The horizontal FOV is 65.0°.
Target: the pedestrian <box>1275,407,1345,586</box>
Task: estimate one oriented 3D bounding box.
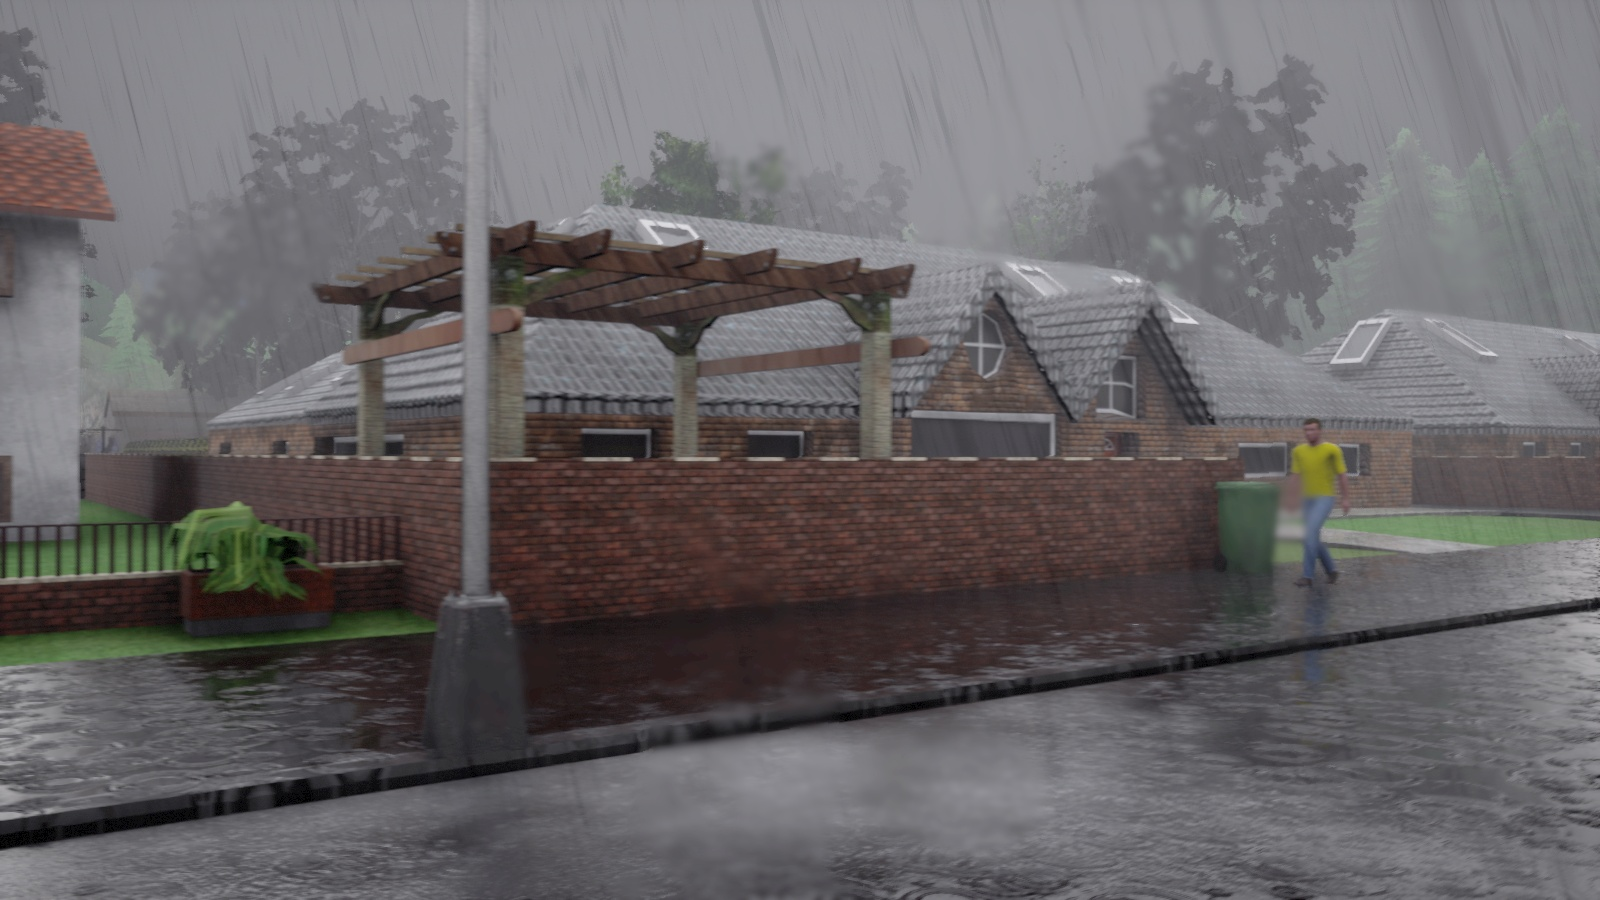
[{"bbox_3d":[5.364,0.476,13.211,0.706,1.836,0.354,0,0,-36],"label":"pedestrian"}]
